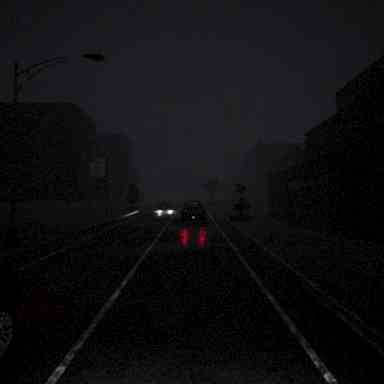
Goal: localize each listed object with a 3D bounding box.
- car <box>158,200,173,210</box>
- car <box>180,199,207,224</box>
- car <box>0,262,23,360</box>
[{"bbox_3d":[-3.575,1.696,45.138,1.895,1.301,4.718,0,0,0],"label":"car"},{"bbox_3d":[0.102,1.521,25.024,2.128,1.511,4.902,0,0,0],"label":"car"},{"bbox_3d":[-3.418,1.491,2.987,2.128,1.511,4.902,0,0,0],"label":"car"}]
